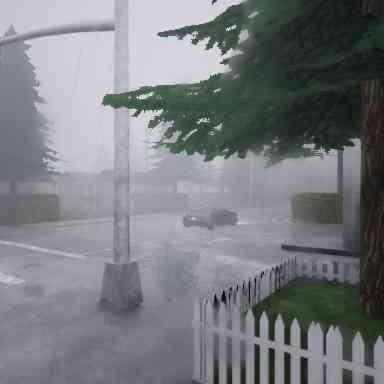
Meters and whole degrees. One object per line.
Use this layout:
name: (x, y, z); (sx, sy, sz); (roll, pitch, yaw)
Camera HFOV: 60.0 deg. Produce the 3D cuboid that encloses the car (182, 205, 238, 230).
car: (1.233, 1.468, 20.691); (1.994, 1.385, 4.181); (1, 1, 35)
